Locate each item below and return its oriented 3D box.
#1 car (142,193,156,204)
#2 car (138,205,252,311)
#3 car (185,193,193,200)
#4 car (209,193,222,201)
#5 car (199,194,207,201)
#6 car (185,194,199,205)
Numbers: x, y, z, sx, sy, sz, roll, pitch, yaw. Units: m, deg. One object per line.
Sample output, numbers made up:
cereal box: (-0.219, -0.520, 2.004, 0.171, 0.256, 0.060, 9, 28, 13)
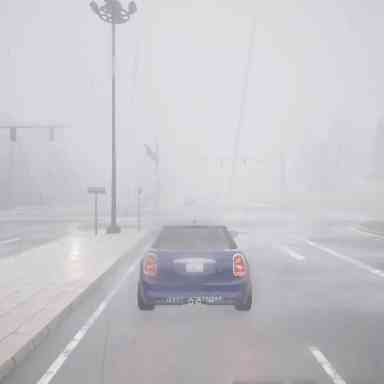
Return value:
car: (-8.425, 1.223, 65.773, 2.150, 2.045, 5.566, 0, 0, 0)
car: (0.063, 1.352, 7.946, 2.097, 1.767, 4.553, 0, 0, 0)
car: (-0.899, 1.189, 95.625, 2.150, 2.045, 5.566, 0, 0, -1)
car: (6.280, 1.215, 85.063, 2.150, 2.045, 5.566, 0, 0, -1)
car: (2.775, 1.513, 85.331, 1.812, 1.442, 4.674, 0, 0, -1)
car: (-0.210, 1.526, 54.766, 1.812, 1.442, 4.674, 0, 0, -1)
